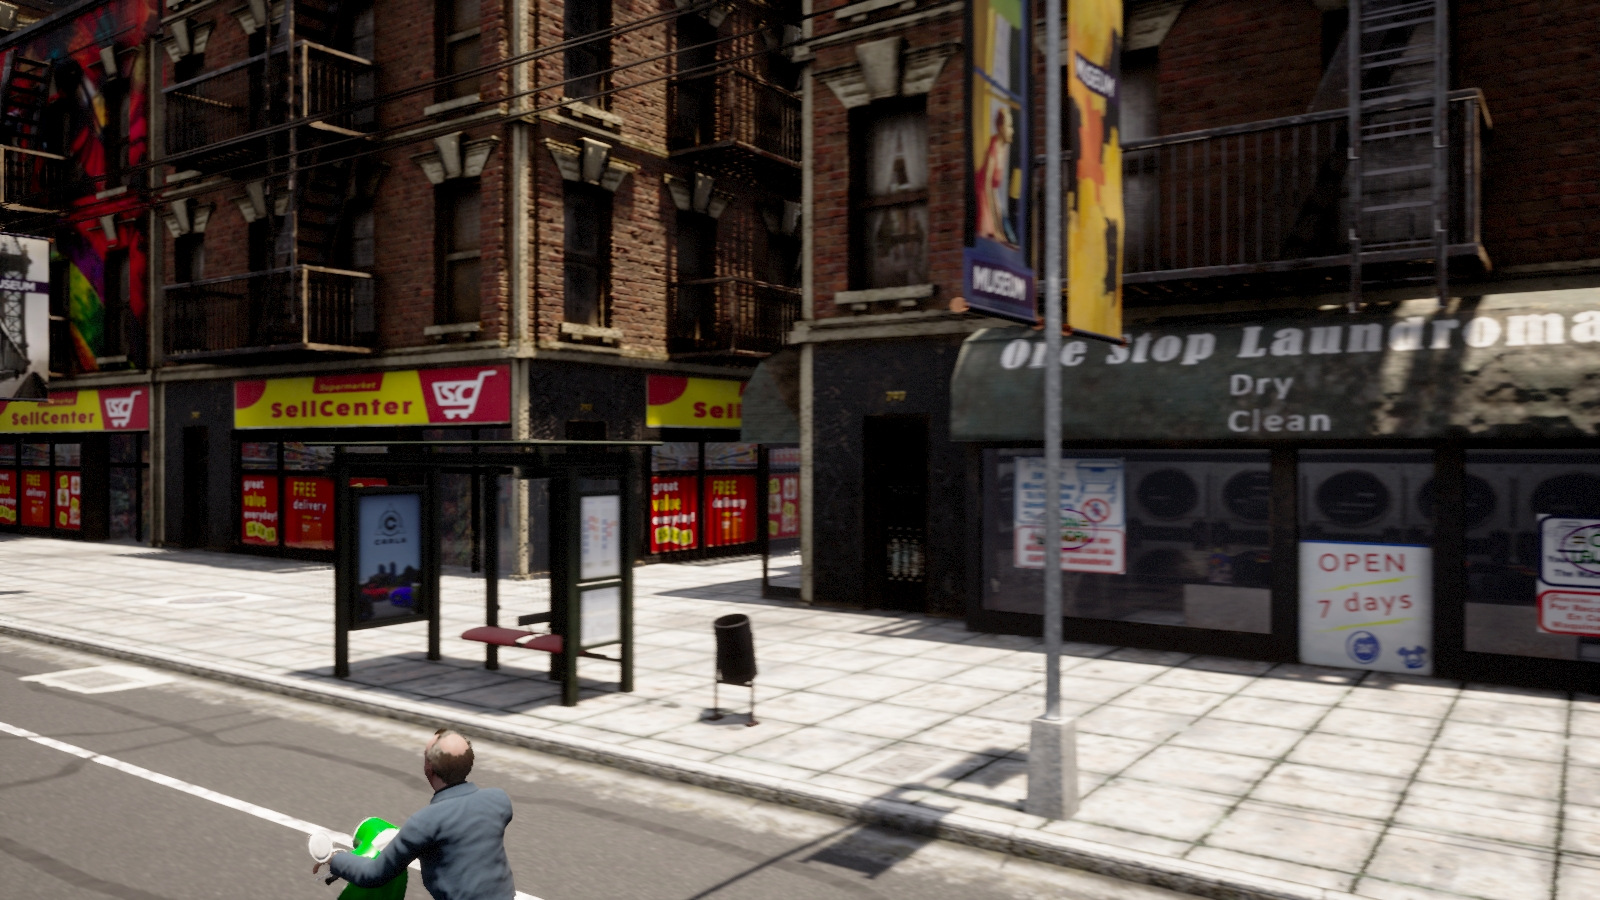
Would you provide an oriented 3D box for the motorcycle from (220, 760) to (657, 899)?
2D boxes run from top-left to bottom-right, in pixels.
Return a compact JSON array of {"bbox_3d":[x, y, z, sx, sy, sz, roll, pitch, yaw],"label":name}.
[{"bbox_3d":[-1.578,2.182,4.888,1.805,1.236,0.856,0,0,35],"label":"motorcycle"}]
